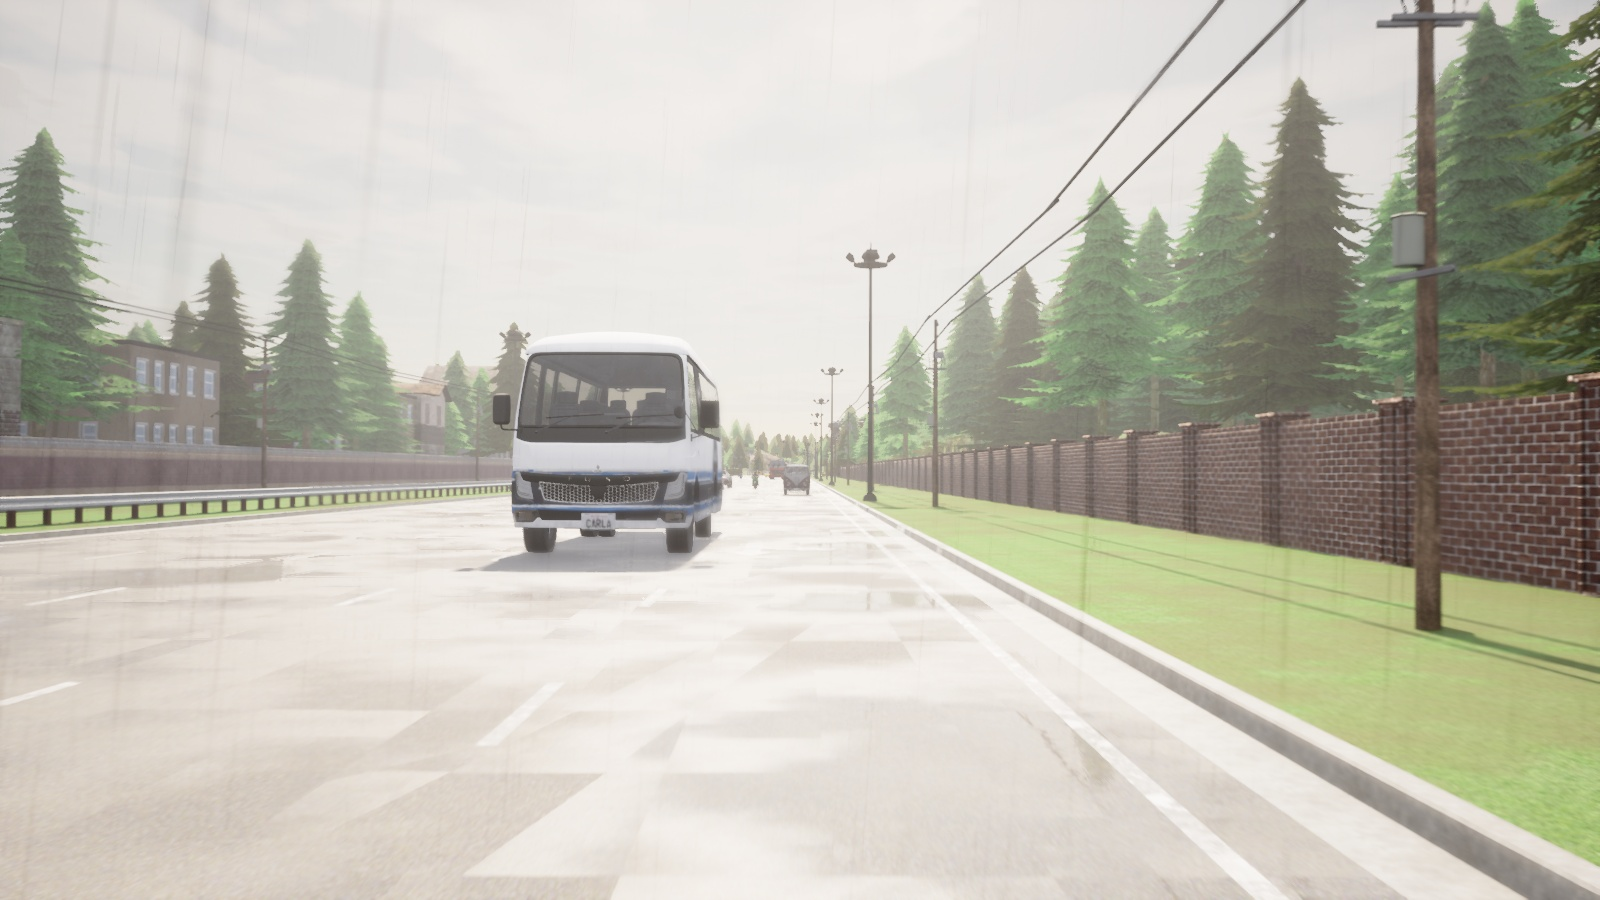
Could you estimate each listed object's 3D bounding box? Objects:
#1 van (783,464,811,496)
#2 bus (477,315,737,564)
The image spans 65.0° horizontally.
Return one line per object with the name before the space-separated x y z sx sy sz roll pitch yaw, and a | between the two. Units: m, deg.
van | -0.197 1.938 81.836 1.775 1.987 4.442 0 -1 0
bus | -3.569 -0.102 26.618 3.944 4.253 10.273 0 -1 0
